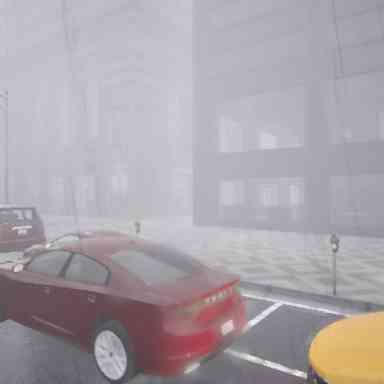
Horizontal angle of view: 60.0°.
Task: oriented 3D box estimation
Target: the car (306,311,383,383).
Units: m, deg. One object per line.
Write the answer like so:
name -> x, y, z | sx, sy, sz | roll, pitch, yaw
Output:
car -> 3.272, 1.489, 1.955 | 5.008, 1.535, 1.882 | 0, 0, 35

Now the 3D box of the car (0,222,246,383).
car -> -1.583, 1.493, 5.493 | 5.008, 1.535, 1.882 | 0, 0, 36

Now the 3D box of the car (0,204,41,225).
car -> -7.261, 1.343, 11.855 | 5.009, 1.841, 2.192 | 0, 0, 36

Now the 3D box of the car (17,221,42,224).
car -> -2.702, 1.604, 8.586 | 4.206, 1.307, 1.802 | 0, 0, 36
